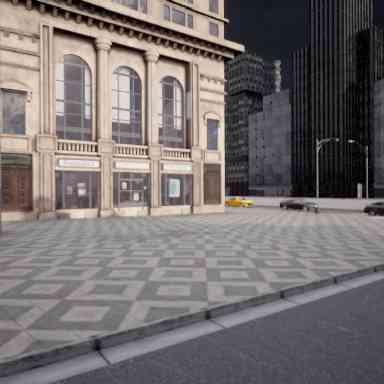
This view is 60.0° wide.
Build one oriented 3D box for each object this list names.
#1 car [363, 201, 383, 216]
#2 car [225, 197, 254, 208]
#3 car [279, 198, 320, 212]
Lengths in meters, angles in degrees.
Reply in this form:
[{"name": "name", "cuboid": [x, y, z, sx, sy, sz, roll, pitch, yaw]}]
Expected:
[{"name": "car", "cuboid": [18.047, 1.555, 30.142, 1.812, 1.442, 4.674, 0, 0, -34]}, {"name": "car", "cuboid": [6.579, 1.450, 47.026, 1.882, 1.535, 5.008, 0, 0, -34]}, {"name": "car", "cuboid": [12.367, 1.493, 38.481, 2.128, 1.511, 4.902, 0, 0, -34]}]
